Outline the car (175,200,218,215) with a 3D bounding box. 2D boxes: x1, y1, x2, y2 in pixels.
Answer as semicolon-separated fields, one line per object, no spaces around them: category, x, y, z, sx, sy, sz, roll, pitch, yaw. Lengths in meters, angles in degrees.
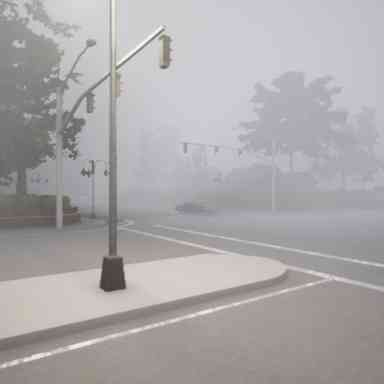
car;0.380;1.553;34.063;2.033;1.411;5.357;0;0;-36
